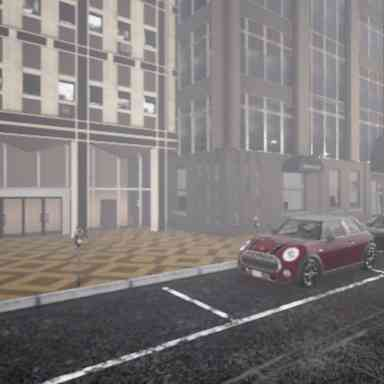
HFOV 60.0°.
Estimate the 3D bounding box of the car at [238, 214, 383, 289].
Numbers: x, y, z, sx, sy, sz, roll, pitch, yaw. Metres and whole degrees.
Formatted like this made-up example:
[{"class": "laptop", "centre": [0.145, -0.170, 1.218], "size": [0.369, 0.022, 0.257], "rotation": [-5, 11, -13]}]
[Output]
[{"class": "car", "centre": [3.152, 1.379, 8.979], "size": [4.097, 1.590, 1.967], "rotation": [-1, 1, -36]}]
